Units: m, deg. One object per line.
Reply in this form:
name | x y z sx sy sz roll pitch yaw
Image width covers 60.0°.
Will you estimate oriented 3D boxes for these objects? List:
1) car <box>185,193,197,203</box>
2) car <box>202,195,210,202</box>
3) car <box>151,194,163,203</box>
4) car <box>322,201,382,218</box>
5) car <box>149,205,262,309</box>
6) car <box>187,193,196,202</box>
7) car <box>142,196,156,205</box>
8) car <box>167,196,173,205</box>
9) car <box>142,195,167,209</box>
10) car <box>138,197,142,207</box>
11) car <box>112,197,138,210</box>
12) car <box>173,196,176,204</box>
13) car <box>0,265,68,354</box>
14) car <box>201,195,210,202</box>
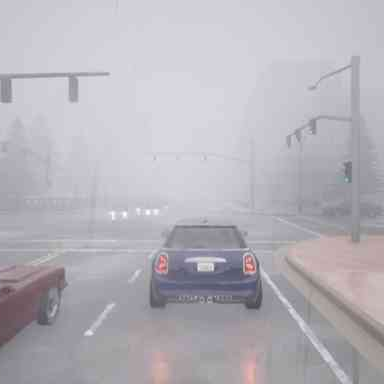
car | -0.471 1.560 72.710 1.812 1.442 4.674 0 0 2
car | 3.391 1.521 82.280 1.882 1.535 5.008 0 0 2
car | -7.502 1.395 72.030 2.097 1.767 4.553 0 0 2
car | 14.110 1.521 29.473 4.892 1.490 1.837 0 0 4
car | 0.303 1.357 8.046 2.097 1.767 4.553 0 0 2
car | -0.105 1.269 82.441 2.150 2.045 5.566 0 0 2
car | -7.948 1.539 61.875 1.837 1.490 4.892 0 0 3
car | -4.724 1.508 55.111 1.882 1.535 5.008 0 0 2
car | -5.086 1.517 45.751 2.128 1.511 4.902 0 0 2
car | -8.356 1.520 51.789 2.128 1.511 4.902 0 0 2
car | -8.712 1.624 42.483 1.895 1.301 4.718 0 0 2
car | -4.285 1.514 65.409 1.882 1.535 5.008 0 0 3
car | -3.308 1.603 4.171 1.895 1.301 4.718 0 0 2
car | 3.064 1.590 73.575 1.994 1.385 4.181 0 0 2
